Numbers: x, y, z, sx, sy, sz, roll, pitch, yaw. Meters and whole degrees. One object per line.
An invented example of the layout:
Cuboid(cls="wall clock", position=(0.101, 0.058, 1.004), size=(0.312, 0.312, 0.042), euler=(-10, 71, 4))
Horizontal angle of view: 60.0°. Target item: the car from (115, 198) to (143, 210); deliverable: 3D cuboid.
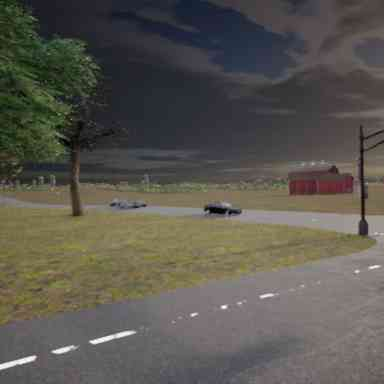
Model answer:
Cuboid(cls="car", position=(-10.274, 2.179, 54.305), size=(1.994, 1.385, 4.181), euler=(-3, 1, -37))

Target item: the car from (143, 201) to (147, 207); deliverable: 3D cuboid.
Cuboid(cls="car", position=(-9.817, 2.110, 59.590), size=(1.994, 1.385, 4.181), euler=(-3, 1, -37))

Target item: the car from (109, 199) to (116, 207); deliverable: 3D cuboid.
Cuboid(cls="car", position=(-14.714, 2.080, 65.895), size=(2.097, 1.767, 4.553), euler=(-3, 0, -38))

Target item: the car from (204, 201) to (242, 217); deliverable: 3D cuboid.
Cuboid(cls="car", position=(3.339, 1.789, 36.576), size=(1.882, 1.535, 5.008), euler=(-3, 2, -37))
